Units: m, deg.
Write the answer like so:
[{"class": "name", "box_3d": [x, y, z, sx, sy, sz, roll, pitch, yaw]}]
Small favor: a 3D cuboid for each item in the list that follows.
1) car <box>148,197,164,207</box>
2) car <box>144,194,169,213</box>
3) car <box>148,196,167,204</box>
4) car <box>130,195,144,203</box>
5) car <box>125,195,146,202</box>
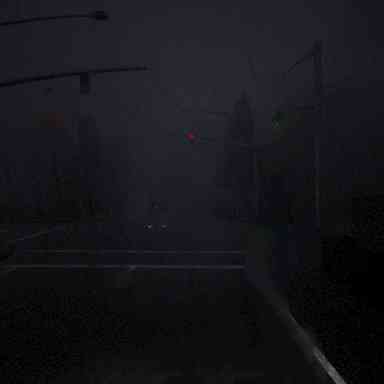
[{"class": "car", "box_3d": [-5.506, 1.523, 50.777, 1.812, 1.442, 4.674, 0, 0, -15]}, {"class": "car", "box_3d": [-3.753, 1.220, 37.172, 2.150, 2.045, 5.566, 0, 0, -2]}, {"class": "car", "box_3d": [-6.724, 1.544, 64.768, 2.033, 1.411, 5.357, 0, 0, -26]}, {"class": "car", "box_3d": [-11.545, 1.525, 66.444, 1.837, 1.490, 4.892, 0, 0, -32]}, {"class": "car", "box_3d": [-12.428, 1.429, 73.166, 5.008, 1.535, 1.882, 0, 0, 42]}]
